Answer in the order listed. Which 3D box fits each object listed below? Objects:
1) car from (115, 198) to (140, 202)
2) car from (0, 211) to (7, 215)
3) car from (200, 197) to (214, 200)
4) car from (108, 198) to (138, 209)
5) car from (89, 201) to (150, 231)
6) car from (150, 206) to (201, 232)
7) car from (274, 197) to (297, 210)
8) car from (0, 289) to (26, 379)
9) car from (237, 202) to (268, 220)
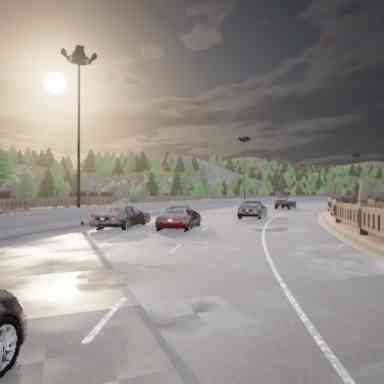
[{"bbox_3d":[-8.106,1.527,41.985,1.837,1.490,4.892,0,0,25],"label":"car"},{"bbox_3d":[-12.154,1.553,18.179,2.033,1.411,5.357,0,0,11],"label":"car"},{"bbox_3d":[2.464,1.561,53.884,2.033,1.411,5.357,0,0,34],"label":"car"},{"bbox_3d":[-9.619,1.604,46.881,1.994,1.385,4.181,0,0,27],"label":"car"},{"bbox_3d":[-4.309,1.537,20.673,2.033,1.411,5.357,0,0,14],"label":"car"},{"bbox_3d":[-0.728,1.544,20.292,1.994,1.385,4.181,0,0,14],"label":"car"},{"bbox_3d":[12.001,1.438,42.534,1.837,1.490,4.892,0,-1,31],"label":"car"},{"bbox_3d":[-3.226,1.501,2.589,1.837,1.490,4.892,0,0,2],"label":"car"},{"bbox_3d":[5.139,1.504,27.975,2.033,1.411,5.357,0,0,20],"label":"car"}]
